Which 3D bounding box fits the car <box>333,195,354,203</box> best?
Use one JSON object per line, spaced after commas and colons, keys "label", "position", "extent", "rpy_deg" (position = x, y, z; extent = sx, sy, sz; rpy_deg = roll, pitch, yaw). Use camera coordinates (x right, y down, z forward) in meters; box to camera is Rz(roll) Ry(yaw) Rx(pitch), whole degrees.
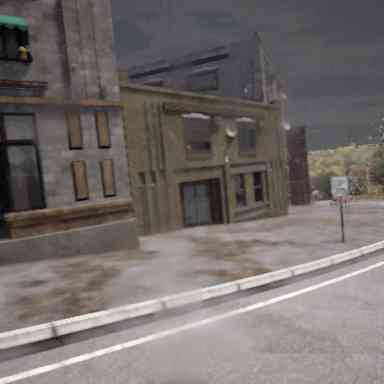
{"label": "car", "position": [28.695, 1.102, 63.090], "extent": [2.097, 1.767, 4.553], "rpy_deg": [-6, -2, -3]}
